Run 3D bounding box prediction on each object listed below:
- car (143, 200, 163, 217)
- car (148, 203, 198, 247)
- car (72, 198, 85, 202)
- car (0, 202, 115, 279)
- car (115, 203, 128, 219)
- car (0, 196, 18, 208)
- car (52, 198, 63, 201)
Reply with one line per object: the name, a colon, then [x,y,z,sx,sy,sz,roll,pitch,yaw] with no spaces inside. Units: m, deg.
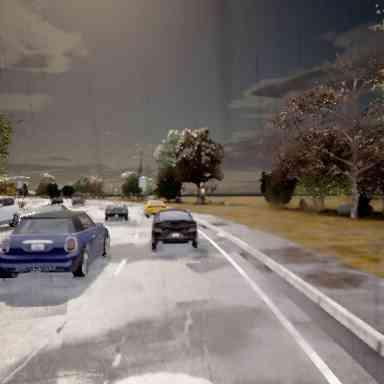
car: [-3.621,1.519,31.998,1.882,1.535,5.008,0,0,-12]
car: [-0.869,1.496,15.157,1.882,1.535,5.008,0,0,-6]
car: [-20.596,1.682,60.378,1.895,1.301,4.718,0,0,-24]
car: [-3.938,1.371,10.305,2.097,1.767,4.553,0,0,-4]
car: [-6.568,1.642,29.159,1.895,1.301,4.718,0,0,-12]
car: [-12.211,1.262,19.816,2.150,2.045,5.566,0,0,-9]
car: [-23.902,1.679,59.195,1.895,1.301,4.718,0,0,-24]
